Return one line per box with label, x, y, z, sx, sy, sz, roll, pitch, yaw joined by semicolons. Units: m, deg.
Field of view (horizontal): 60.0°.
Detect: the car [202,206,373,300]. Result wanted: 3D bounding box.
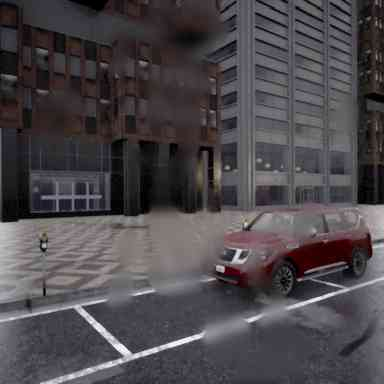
car;2.651;1.314;8.540;5.009;1.841;2.192;0;0;-35
